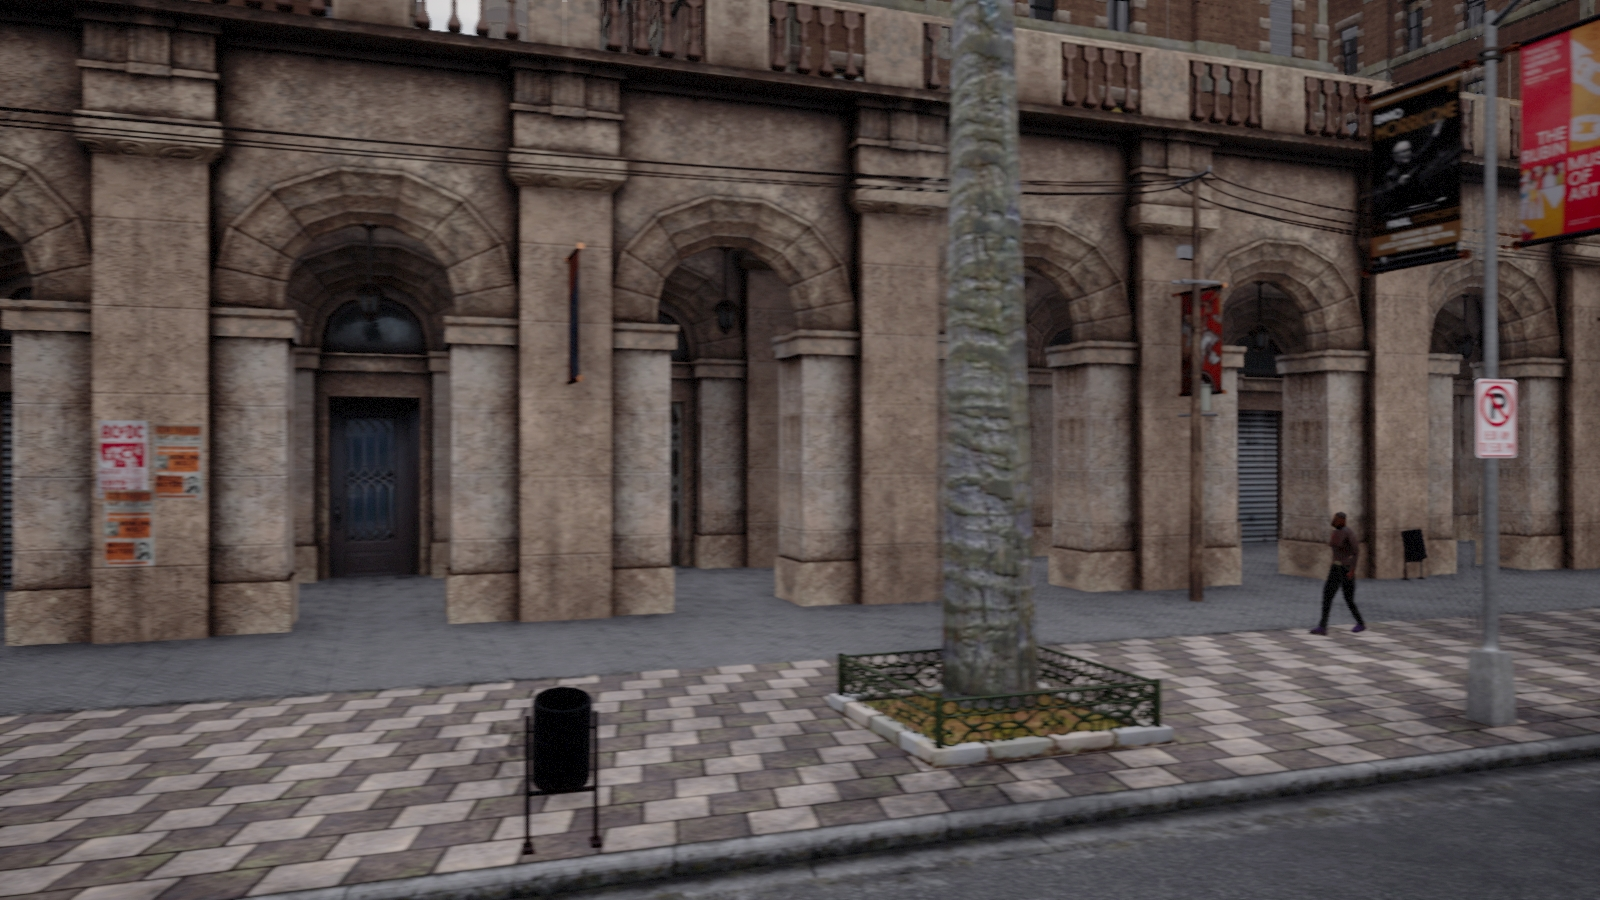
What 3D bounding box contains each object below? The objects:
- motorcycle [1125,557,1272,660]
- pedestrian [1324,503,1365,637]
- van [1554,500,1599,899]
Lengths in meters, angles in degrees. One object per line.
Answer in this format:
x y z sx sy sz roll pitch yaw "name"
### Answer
5.566 2.182 15.969 1.805 1.236 0.856 0 0 -20 "motorcycle"
7.761 1.696 16.299 0.375 1.860 0.375 0 0 -18 "pedestrian"
6.906 1.534 5.814 5.915 2.561 1.988 0 0 -20 "van"
